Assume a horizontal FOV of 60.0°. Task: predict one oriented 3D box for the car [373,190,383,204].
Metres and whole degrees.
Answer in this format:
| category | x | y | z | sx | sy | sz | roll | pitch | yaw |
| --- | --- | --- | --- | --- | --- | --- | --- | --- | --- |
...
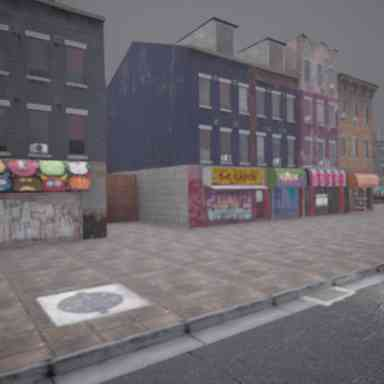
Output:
| category | x | y | z | sx | sy | sz | roll | pitch | yaw |
| --- | --- | --- | --- | --- | --- | --- | --- | --- | --- |
| car | 23.735 | 0.631 | 41.094 | 2.192 | 1.841 | 5.009 | -1 | 1 | -36 |
